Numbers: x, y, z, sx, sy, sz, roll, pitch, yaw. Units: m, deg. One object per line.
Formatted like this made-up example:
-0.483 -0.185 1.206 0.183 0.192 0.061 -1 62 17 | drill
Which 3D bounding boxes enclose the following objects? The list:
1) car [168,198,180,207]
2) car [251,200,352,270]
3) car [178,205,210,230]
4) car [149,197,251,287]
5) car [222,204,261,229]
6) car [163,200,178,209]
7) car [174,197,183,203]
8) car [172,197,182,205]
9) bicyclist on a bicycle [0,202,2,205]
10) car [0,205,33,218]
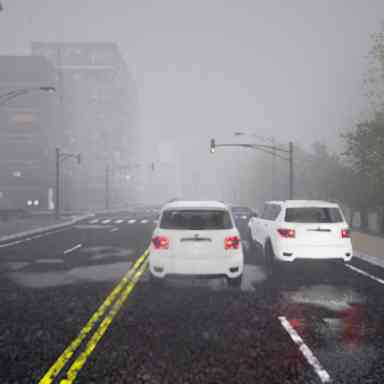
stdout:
-3.280 1.878 60.945 1.812 1.442 4.674 0 0 0 | car
3.356 1.284 11.445 2.150 2.045 5.566 0 0 0 | car
0.116 1.679 23.588 2.033 1.411 5.357 0 0 0 | car
0.105 1.273 9.640 2.150 2.045 5.566 0 -1 0 | car
3.365 1.680 23.786 2.033 1.411 5.357 0 0 0 | car
-3.307 1.899 52.026 1.895 1.301 4.718 0 0 0 | car
-3.199 2.024 81.564 2.033 1.411 5.357 0 0 0 | car
-3.206 1.918 71.240 1.837 1.490 4.892 0 0 0 | car
-24.851 1.819 42.754 0.582 1.620 1.656 -1 0 -1 | bicyclist on a bicycle
-19.051 2.027 34.107 4.718 1.301 1.895 -1 0 -3 | car
